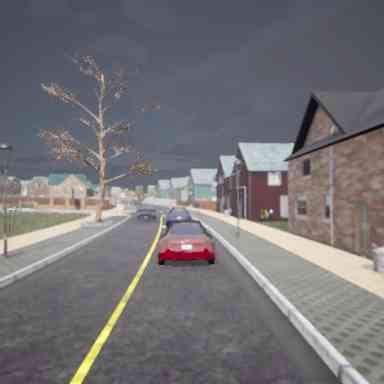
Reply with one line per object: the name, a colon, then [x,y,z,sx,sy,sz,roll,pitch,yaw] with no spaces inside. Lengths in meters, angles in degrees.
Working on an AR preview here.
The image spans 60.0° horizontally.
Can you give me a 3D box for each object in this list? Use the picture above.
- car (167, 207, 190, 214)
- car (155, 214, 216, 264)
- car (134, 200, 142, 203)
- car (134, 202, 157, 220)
car: [-1.068,1.929,26.880,1.994,1.385,4.181,0,-1,-4]
car: [-0.230,1.736,12.555,1.994,1.385,4.181,0,-1,-2]
car: [-14.051,2.711,87.364,1.994,1.385,4.181,0,-1,-14]
car: [-4.440,1.997,33.113,2.033,1.411,5.357,0,-1,-5]
